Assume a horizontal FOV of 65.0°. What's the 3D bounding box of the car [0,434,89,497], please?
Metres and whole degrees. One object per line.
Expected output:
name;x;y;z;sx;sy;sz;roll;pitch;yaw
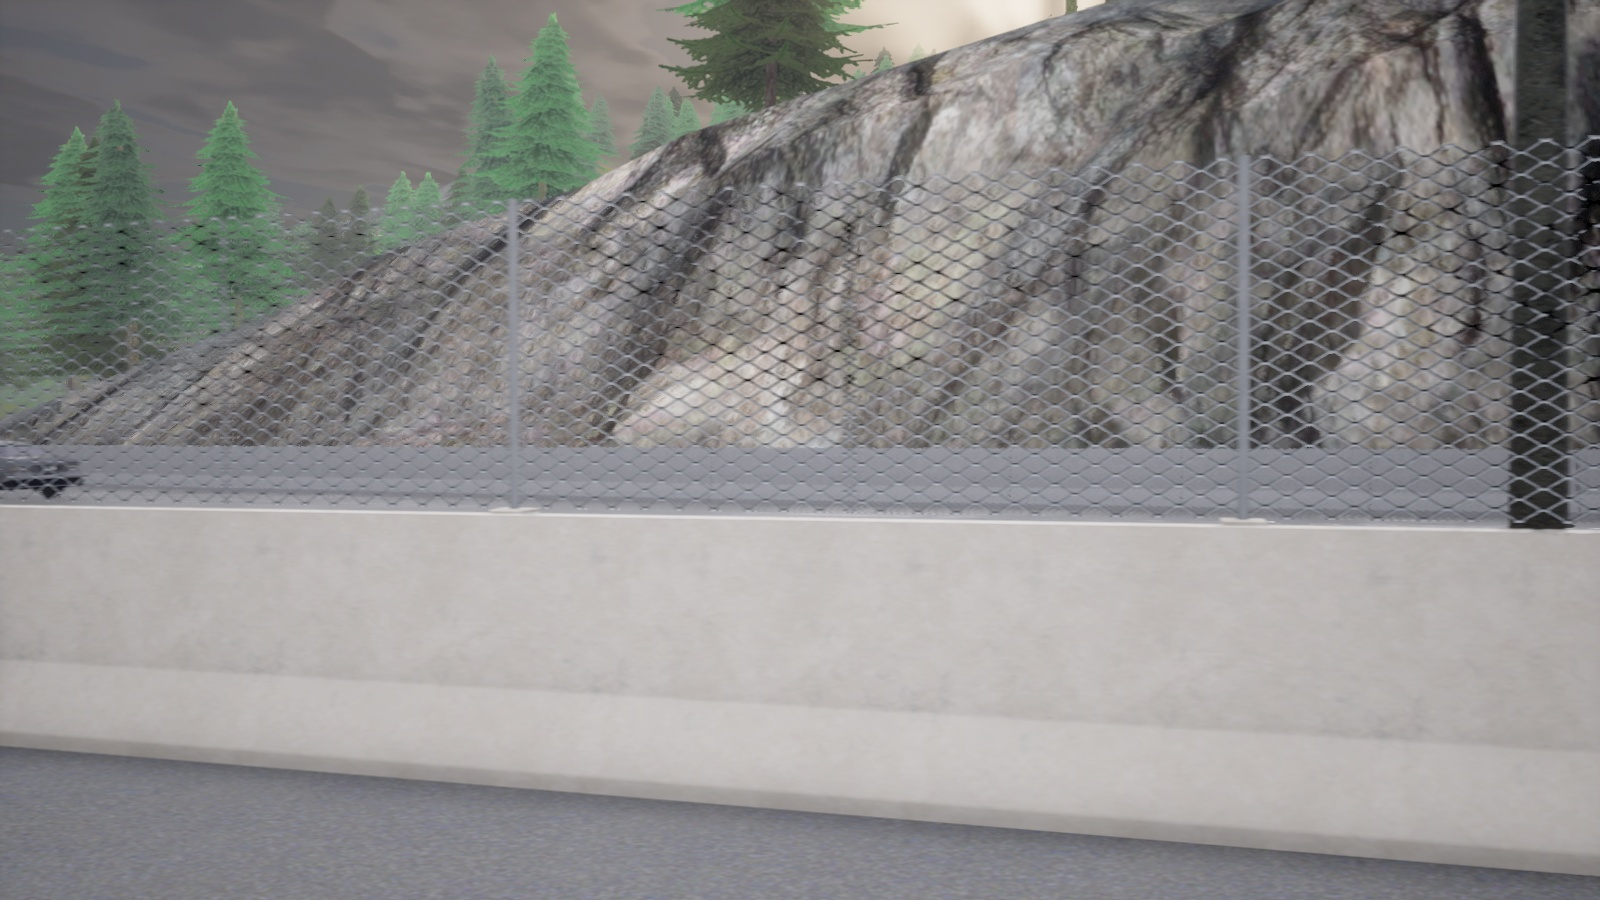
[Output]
car;-19.929;0.316;30.497;5.357;1.411;2.033;1;1;28
